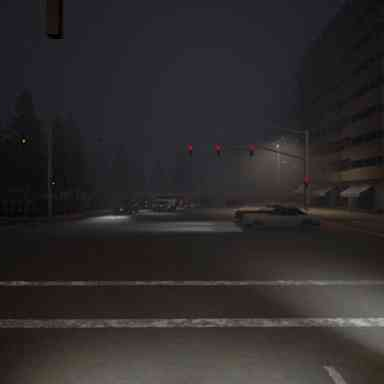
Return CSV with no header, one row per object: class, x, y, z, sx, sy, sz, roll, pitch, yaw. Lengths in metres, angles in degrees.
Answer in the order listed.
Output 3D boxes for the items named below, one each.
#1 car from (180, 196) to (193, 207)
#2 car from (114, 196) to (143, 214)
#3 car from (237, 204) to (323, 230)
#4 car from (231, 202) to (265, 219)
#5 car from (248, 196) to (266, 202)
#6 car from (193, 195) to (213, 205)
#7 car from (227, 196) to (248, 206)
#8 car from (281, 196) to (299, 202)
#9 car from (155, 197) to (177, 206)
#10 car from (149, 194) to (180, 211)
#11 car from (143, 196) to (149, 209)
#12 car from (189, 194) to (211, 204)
car,-1.813,1.352,50.398,2.097,1.767,4.553,0,0,16
car,-6.921,1.492,35.286,2.128,1.511,4.902,0,0,2
car,5.412,1.609,20.509,4.718,1.301,1.895,0,0,0
car,5.448,1.610,24.011,4.718,1.301,1.895,0,0,0
car,13.142,1.478,68.108,5.008,1.535,1.882,0,0,-41
car,2.071,1.492,59.867,2.128,1.511,4.902,0,0,30
car,7.236,1.477,54.516,1.882,1.535,5.008,0,0,25
car,21.938,1.525,73.634,4.902,1.511,2.128,0,0,-22
car,-4.219,1.526,54.367,1.812,1.442,4.674,0,0,20
car,-3.272,1.221,40.398,2.150,2.045,5.566,0,0,6
car,-6.370,1.352,44.371,2.097,1.767,4.553,0,0,7
car,1.665,1.353,65.739,2.097,1.767,4.553,0,0,36
